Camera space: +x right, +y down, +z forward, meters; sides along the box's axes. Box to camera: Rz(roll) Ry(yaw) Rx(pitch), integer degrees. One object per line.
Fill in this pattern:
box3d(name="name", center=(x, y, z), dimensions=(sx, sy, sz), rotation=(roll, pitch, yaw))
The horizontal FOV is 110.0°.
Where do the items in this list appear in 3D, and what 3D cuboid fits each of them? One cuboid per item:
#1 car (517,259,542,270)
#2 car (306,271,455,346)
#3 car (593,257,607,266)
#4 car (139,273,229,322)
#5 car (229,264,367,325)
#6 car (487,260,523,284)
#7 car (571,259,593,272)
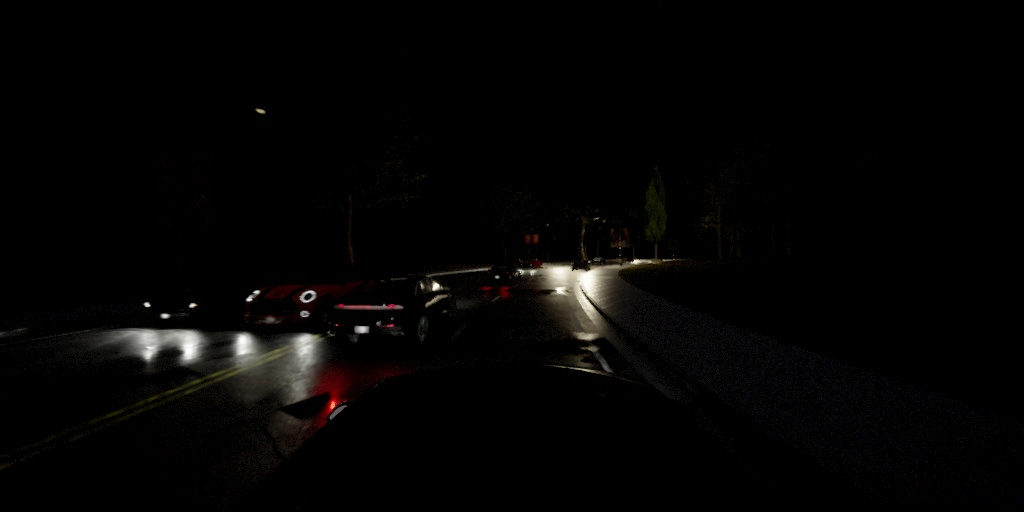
box3d(name="car", center=(2.785, 1.135, 51.036), dimensions=(1.882, 1.535, 5.008), rotation=(0, 0, 22))
box3d(name="car", center=(-2.807, 1.235, 9.459), dimensions=(2.128, 1.511, 4.902), rotation=(0, 0, 3))
box3d(name="car", center=(15.204, 0.962, 62.549), dimensions=(2.128, 1.511, 4.902), rotation=(-1, 0, 28))
box3d(name="car", center=(-9.342, 1.273, 12.516), dimensions=(2.033, 1.411, 5.357), rotation=(0, 0, 5))
box3d(name="car", center=(-6.112, 1.087, 11.582), dimensions=(2.097, 1.767, 4.553), rotation=(0, 0, 5))
box3d(name="car", center=(-0.614, 1.273, 26.984), dimensions=(1.812, 1.442, 4.674), rotation=(0, 0, 10))
box3d(name="car", center=(8.649, 1.174, 45.015), dimensions=(1.812, 1.442, 4.674), rotation=(0, 0, 20))
